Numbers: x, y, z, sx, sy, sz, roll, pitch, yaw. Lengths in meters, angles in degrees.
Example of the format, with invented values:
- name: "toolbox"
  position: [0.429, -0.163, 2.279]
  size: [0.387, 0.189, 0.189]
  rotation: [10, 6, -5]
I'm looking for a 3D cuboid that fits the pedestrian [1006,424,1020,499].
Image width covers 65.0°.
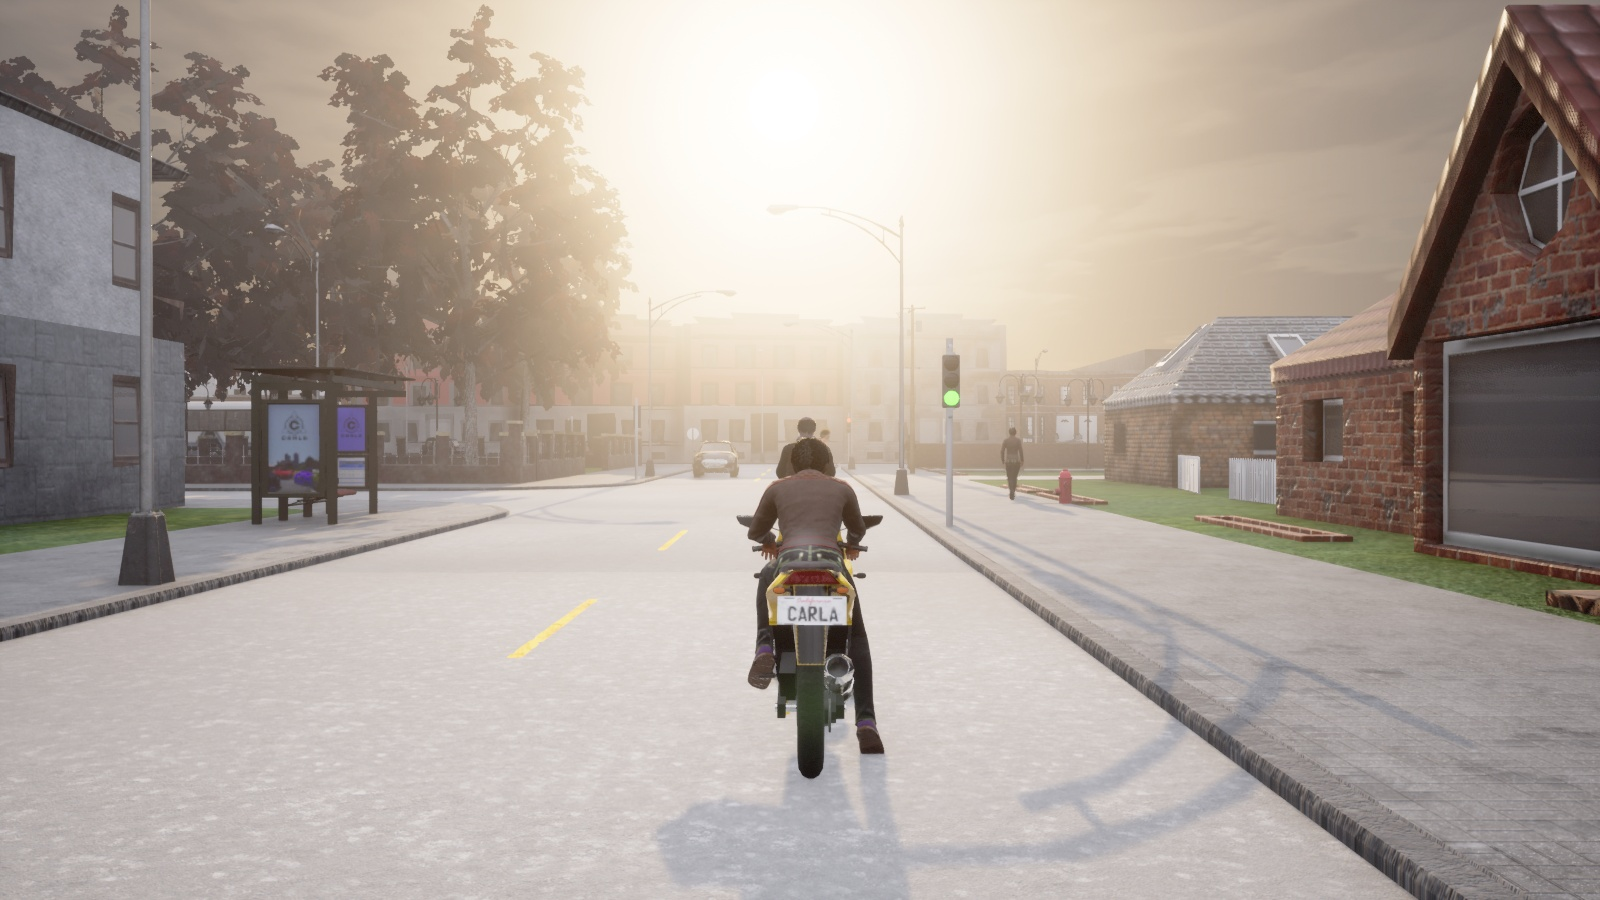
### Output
- name: "pedestrian"
  position: [5.197, 0.281, 30.645]
  size: [0.328, 1.805, 0.869]
  rotation: [0, 0, 8]

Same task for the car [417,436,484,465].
- name: "car"
  position: [-22.915, 0.058, 82.453]
  size: [3.866, 1.878, 1.905]
  rotation: [0, 0, 1]

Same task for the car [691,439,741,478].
- name: "car"
  position: [-3.748, 0.354, 56.532]
  size: [2.033, 1.649, 4.856]
  rotation: [0, 0, -1]

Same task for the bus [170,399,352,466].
- name: "bus"
  position: [-35.270, -1.124, 82.490]
  size: [10.273, 4.253, 3.944]
  rotation: [0, 0, 1]

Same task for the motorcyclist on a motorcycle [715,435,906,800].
- name: "motorcyclist on a motorcycle"
  position: [0.049, 0.693, 6.256]
  size: [0.797, 1.523, 2.044]
  rotation: [0, 0, 0]
